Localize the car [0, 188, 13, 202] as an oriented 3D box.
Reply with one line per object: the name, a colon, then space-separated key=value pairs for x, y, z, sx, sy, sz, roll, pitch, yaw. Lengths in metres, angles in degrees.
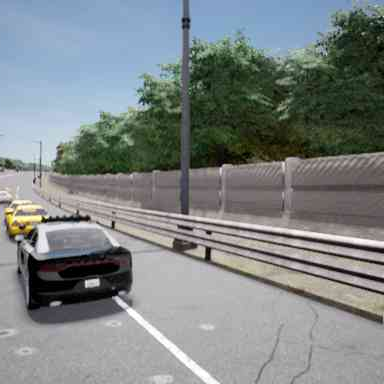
car: x=-22.914 y=0.610 z=40.470 sx=1.812 sy=1.442 sz=4.674 roll=0 pitch=2 yaw=-29

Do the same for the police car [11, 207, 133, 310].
police car: x=-3.071 y=1.376 z=8.034 sx=1.930 sy=1.638 sz=5.238 roll=0 pitch=0 yaw=-31

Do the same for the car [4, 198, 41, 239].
car: x=-8.147 y=1.309 z=16.608 sx=1.801 sy=1.575 sz=5.366 roll=0 pitch=1 yaw=-30

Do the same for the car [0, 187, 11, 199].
car: x=-28.696 y=0.081 z=50.844 sx=1.882 sy=1.535 sz=5.008 roll=0 pitch=2 yaw=-28

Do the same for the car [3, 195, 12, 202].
car: x=-11.133 y=1.209 z=21.731 sx=1.801 sy=1.575 sz=5.366 roll=0 pitch=1 yaw=-30
